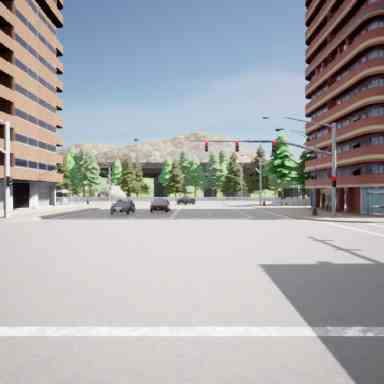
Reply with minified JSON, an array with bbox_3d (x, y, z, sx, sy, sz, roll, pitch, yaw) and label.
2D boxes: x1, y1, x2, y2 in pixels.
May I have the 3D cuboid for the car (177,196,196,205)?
[{"bbox_3d":[-1.086,1.478,58.871,2.128,1.511,4.902,0,0,-27],"label":"car"}]

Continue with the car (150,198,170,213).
[{"bbox_3d":[-3.545,1.478,37.625,1.882,1.535,5.008,0,0,0],"label":"car"}]

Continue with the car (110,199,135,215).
[{"bbox_3d":[-7.066,1.492,34.303,2.128,1.511,4.902,0,0,0],"label":"car"}]
